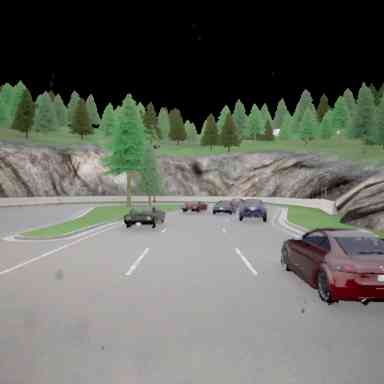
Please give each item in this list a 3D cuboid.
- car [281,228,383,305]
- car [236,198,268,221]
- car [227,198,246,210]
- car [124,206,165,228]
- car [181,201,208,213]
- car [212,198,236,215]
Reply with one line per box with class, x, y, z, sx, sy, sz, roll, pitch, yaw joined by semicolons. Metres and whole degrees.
car;3.600;1.564;8.145;1.994;1.385;4.181;0;0;0
car;5.136;1.351;27.461;2.097;1.767;4.553;0;0;13
car;5.991;1.547;44.112;2.033;1.411;5.357;0;0;12
car;-2.992;1.601;22.024;1.895;1.301;4.718;0;0;5
car;0.404;1.601;36.681;1.895;1.301;4.718;0;0;16
car;3.414;1.564;34.359;1.994;1.385;4.181;0;0;15
